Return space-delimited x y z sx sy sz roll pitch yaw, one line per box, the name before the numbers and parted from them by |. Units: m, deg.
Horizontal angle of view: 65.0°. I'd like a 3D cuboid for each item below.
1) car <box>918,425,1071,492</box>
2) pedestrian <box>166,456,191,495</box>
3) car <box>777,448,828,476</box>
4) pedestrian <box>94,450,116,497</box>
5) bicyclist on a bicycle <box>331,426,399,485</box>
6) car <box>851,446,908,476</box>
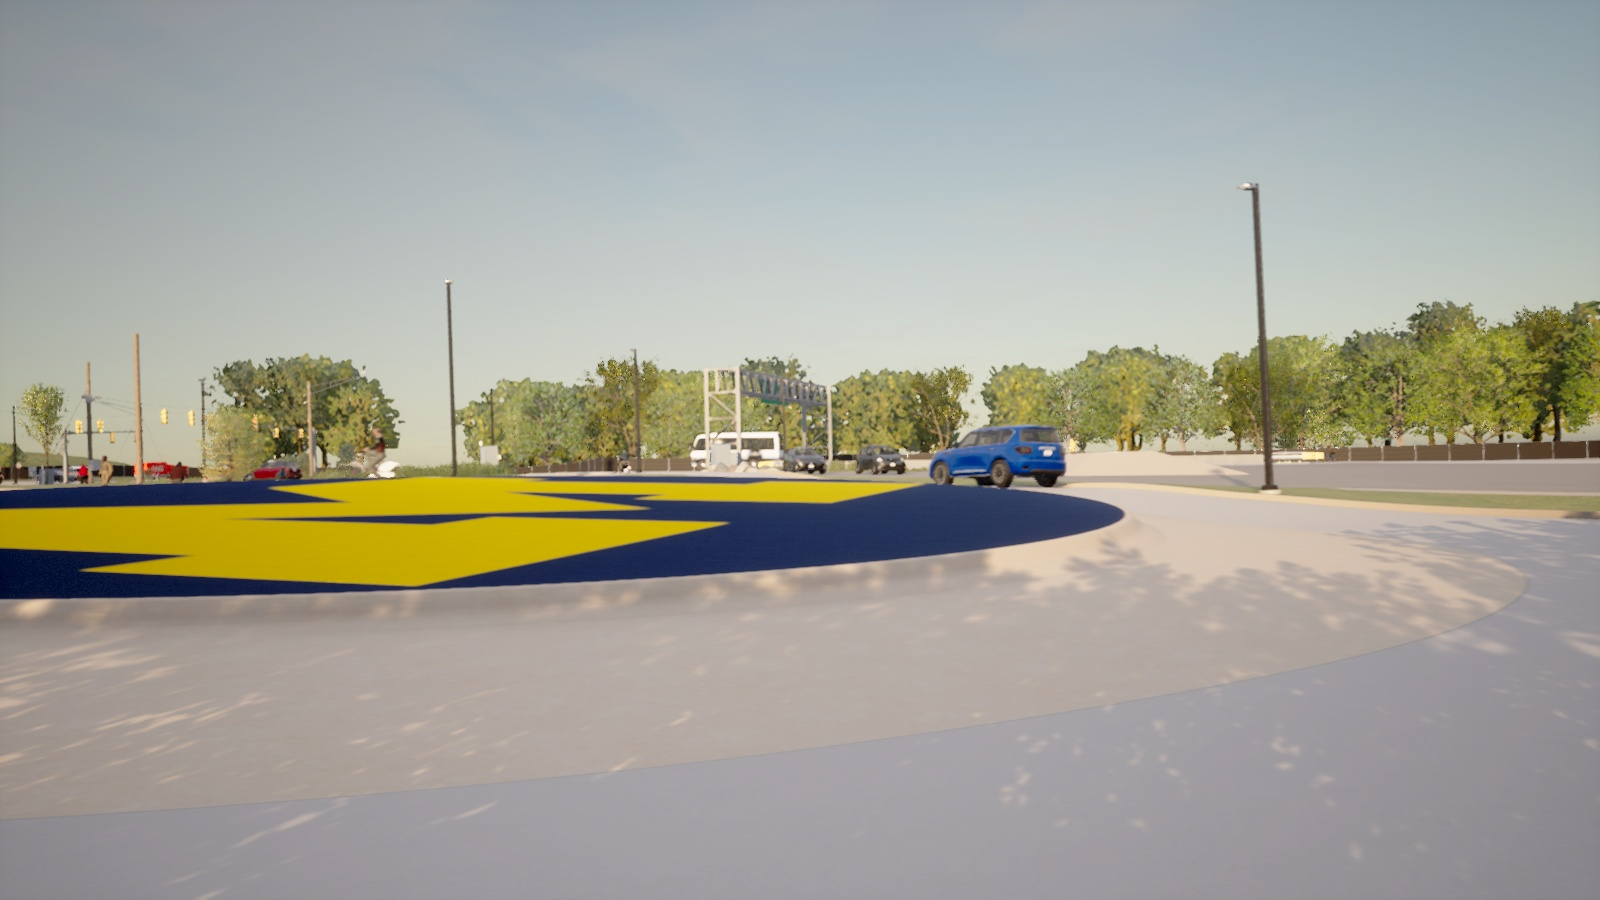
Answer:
car | 6.523 0.368 42.810 2.150 2.045 5.566 3 -3 -29
pedestrian | -29.272 1.202 59.147 0.634 1.844 0.899 -2 -1 8
car | 0.105 0.660 70.719 2.007 1.525 4.514 0 -1 -11
pedestrian | -29.243 0.980 52.849 0.396 1.930 0.692 -2 -1 11
bicyclist on a bicycle | -13.198 0.174 38.131 1.843 1.776 0.659 0 -1 -6
car | 4.322 0.603 68.684 1.851 1.617 3.988 0 0 -16
